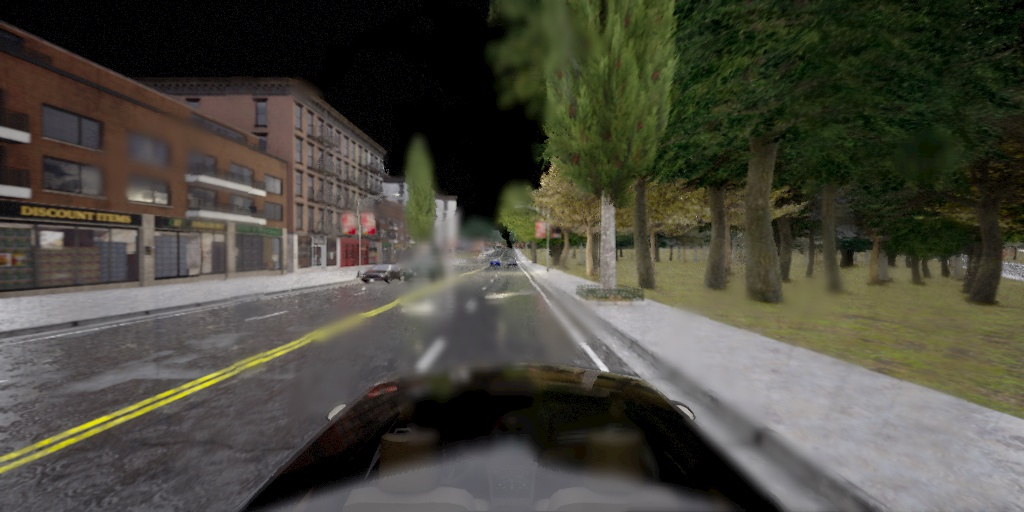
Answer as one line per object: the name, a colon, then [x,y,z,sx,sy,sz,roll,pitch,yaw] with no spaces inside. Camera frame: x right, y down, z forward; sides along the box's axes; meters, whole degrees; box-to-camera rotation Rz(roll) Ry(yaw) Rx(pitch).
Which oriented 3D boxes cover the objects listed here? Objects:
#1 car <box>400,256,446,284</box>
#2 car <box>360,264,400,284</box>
car: [-6.510,0.990,27.605,2.150,2.045,5.566,0,0,0]
car: [-9.760,1.312,27.680,2.033,1.411,5.357,0,0,0]
